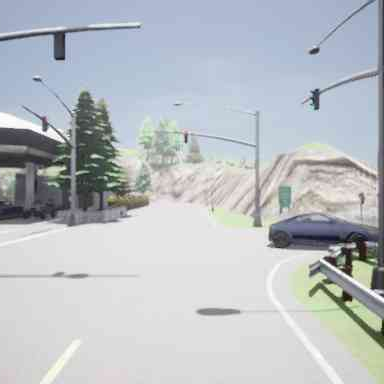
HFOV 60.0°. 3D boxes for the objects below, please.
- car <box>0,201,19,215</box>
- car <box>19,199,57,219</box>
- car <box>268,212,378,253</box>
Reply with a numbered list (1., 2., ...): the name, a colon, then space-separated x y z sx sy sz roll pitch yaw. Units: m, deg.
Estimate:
1. car: -20.240 1.782 36.319 2.242 1.667 4.611 0 0 -1
2. car: -14.533 1.580 32.044 1.905 1.878 3.866 0 0 -1
3. car: 5.174 1.505 13.263 4.181 1.385 1.994 -2 -1 28
